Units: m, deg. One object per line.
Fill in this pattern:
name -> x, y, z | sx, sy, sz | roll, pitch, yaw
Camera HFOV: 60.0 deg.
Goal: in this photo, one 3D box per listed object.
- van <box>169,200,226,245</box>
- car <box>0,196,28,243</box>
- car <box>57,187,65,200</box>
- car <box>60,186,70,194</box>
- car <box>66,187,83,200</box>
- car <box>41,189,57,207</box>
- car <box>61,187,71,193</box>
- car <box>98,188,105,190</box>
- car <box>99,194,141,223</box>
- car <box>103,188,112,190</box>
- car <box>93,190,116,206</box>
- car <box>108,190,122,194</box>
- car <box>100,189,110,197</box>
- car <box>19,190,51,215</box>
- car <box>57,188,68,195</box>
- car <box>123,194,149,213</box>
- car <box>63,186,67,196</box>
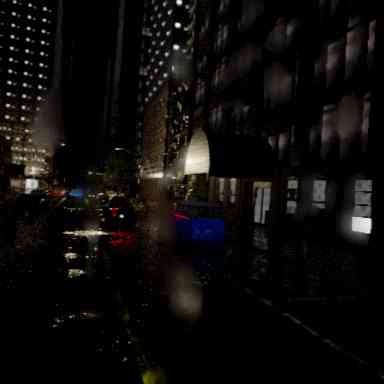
van -> 0.137, 1.330, 15.332 | 1.690, 1.788, 3.998 | 3, 0, -18
car -> -7.804, 1.013, 12.673 | 1.887, 1.381, 4.507 | 3, 0, -18
car -> -18.292, 0.329, 44.107 | 1.802, 1.307, 4.206 | 3, 0, -18
car -> -28.769, -0.526, 75.541 | 1.967, 1.590, 4.097 | 3, 0, -18
car -> -17.479, 0.273, 50.186 | 1.882, 1.535, 5.008 | 4, 0, -18
car -> -13.040, 0.547, 28.389 | 1.967, 1.590, 4.097 | 3, 0, -18
car -> -30.580, -0.523, 80.761 | 1.947, 1.339, 4.313 | 3, 0, -18
car -> -17.337, 0.106, 67.724 | 2.192, 1.841, 5.009 | 3, 0, -18
car -> -4.925, 1.153, 22.170 | 1.837, 1.490, 4.892 | 4, 0, -18
car -> -13.908, 0.551, 57.407 | 1.752, 1.417, 4.829 | 3, 0, -18
car -> -10.092, 0.858, 37.688 | 1.994, 1.385, 4.181 | 4, 0, -18
car -> -10.360, 0.818, 46.768 | 2.008, 1.369, 4.403 | 3, 0, -18
car -> -19.098, 0.217, 72.964 | 1.887, 1.381, 4.507 | 3, 0, -18
car -> -11.300, 0.793, 23.150 | 1.947, 1.339, 4.313 | 3, 0, -18
car -> -25.282, -0.148, 65.064 | 1.802, 1.307, 4.206 | 3, 0, -18
car -> -5.169, 1.149, 31.211 | 1.752, 1.417, 4.829 | 3, 0, -18
car -> -23.526, -0.170, 59.824 | 1.967, 1.590, 4.097 | 3, 0, -18
